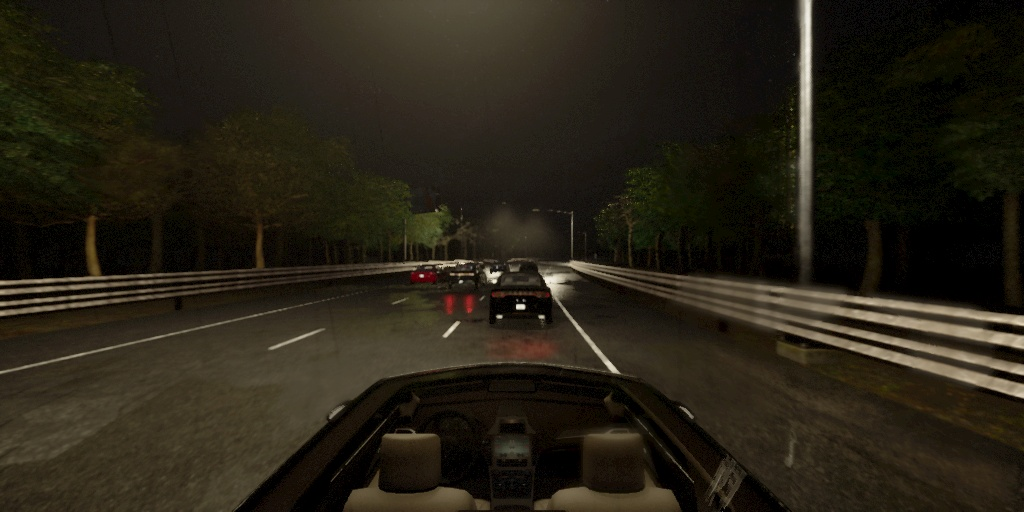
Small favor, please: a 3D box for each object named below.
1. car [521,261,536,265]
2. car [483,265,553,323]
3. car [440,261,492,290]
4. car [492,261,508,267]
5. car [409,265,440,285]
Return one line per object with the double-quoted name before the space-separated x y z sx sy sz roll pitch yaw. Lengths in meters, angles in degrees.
"car" 1.730 1.282 36.375 1.837 1.490 4.892 0 0 5
"car" 0.299 1.236 12.252 1.882 1.535 5.008 0 0 2
"car" -2.765 1.253 22.746 2.128 1.511 4.902 0 0 3
"car" -1.355 1.325 41.073 2.033 1.411 5.357 0 0 6
"car" -6.043 1.325 26.478 1.994 1.385 4.181 0 0 4
